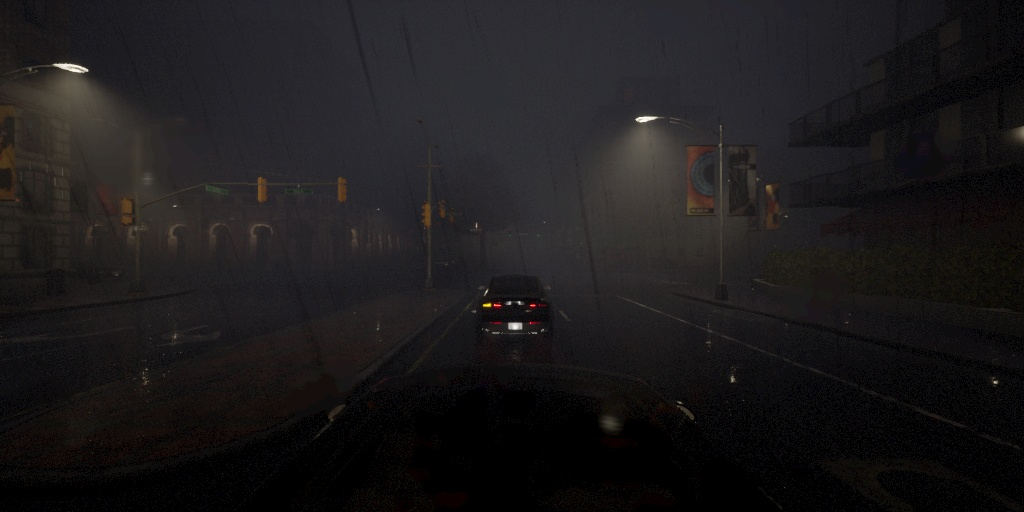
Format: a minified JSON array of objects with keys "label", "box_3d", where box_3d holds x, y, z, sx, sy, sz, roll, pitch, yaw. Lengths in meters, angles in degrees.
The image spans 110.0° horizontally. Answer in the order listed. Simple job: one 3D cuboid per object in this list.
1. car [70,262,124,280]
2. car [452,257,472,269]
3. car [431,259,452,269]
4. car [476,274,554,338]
[{"label":"car","box_3d":[-33.895,1.241,28.511,4.902,1.511,2.128,0,0,0]},{"label":"car","box_3d":[-8.040,1.276,58.302,1.812,1.442,4.674,0,0,0]},{"label":"car","box_3d":[-11.531,1.276,58.528,1.812,1.442,4.674,0,0,0]},{"label":"car","box_3d":[0.079,1.255,10.104,1.837,1.490,4.892,0,0,0]}]
